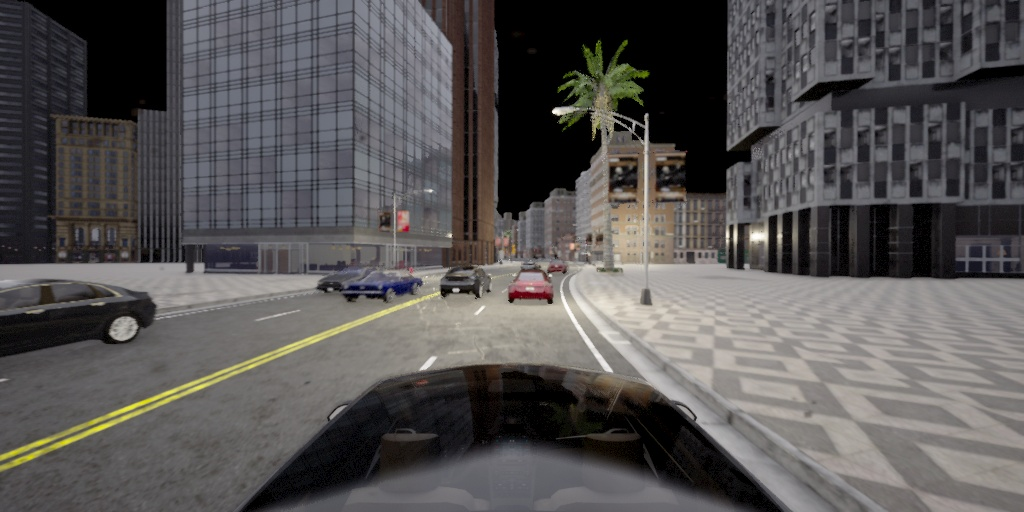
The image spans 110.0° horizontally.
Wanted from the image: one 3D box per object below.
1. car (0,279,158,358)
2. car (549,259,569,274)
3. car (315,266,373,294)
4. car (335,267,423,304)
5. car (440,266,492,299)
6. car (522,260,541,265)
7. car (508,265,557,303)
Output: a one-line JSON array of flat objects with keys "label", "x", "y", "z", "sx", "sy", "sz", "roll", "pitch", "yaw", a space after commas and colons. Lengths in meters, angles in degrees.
[{"label": "car", "x": -9.637, "y": 1.225, "z": 6.677, "sx": 1.837, "sy": 1.490, "sz": 4.892, "roll": 0, "pitch": 0, "yaw": 2}, {"label": "car", "x": 5.475, "y": 1.151, "z": 41.945, "sx": 2.097, "sy": 1.767, "sz": 4.553, "roll": 0, "pitch": 0, "yaw": 14}, {"label": "car", "x": -8.648, "y": 1.274, "z": 20.349, "sx": 2.033, "sy": 1.411, "sz": 5.357, "roll": 0, "pitch": 0, "yaw": 7}, {"label": "car", "x": -5.776, "y": 1.337, "z": 16.499, "sx": 1.895, "sy": 1.301, "sz": 4.718, "roll": 0, "pitch": 0, "yaw": 5}, {"label": "car", "x": -2.193, "y": 1.255, "z": 18.084, "sx": 1.837, "sy": 1.490, "sz": 4.892, "roll": 0, "pitch": 0, "yaw": 6}, {"label": "car", "x": 2.315, "y": 1.275, "z": 42.750, "sx": 2.128, "sy": 1.511, "sz": 4.902, "roll": 0, "pitch": 0, "yaw": 14}, {"label": "car", "x": 0.960, "y": 1.327, "z": 16.881, "sx": 1.994, "sy": 1.385, "sz": 4.181, "roll": 0, "pitch": 0, "yaw": 6}]
